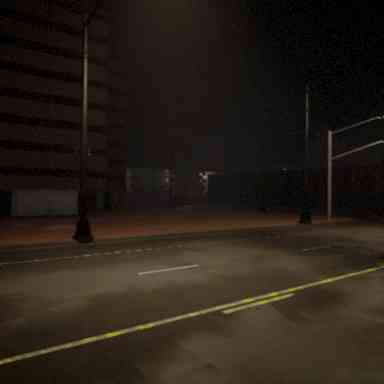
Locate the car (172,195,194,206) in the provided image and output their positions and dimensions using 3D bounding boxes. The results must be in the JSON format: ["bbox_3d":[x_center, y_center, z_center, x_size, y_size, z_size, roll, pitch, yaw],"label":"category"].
[{"bbox_3d":[-1.874,1.628,66.926,2.150,2.045,5.566,1,0,-35],"label":"car"}]
